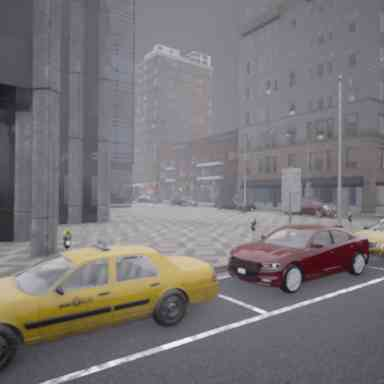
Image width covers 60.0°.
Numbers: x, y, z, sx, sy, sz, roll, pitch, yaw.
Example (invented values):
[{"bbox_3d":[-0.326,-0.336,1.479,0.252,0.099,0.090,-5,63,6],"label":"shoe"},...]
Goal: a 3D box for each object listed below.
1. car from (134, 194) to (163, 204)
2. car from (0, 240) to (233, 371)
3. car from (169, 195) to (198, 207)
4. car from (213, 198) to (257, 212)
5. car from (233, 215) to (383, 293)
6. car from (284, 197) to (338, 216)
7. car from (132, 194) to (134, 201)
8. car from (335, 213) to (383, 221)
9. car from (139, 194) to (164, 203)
[{"bbox_3d":[-6.840,1.118,51.912,1.812,1.442,4.674,1,0,-34],"label":"car"},{"bbox_3d":[-1.753,1.526,5.506,4.829,1.417,1.752,0,1,-36],"label":"car"},{"bbox_3d":[-1.169,1.174,43.810,2.128,1.511,4.902,1,0,-35],"label":"car"},{"bbox_3d":[4.506,1.320,35.744,2.033,1.411,5.357,1,0,-36],"label":"car"},{"bbox_3d":[2.963,1.550,8.872,4.507,1.381,1.887,0,1,-36],"label":"car"},{"bbox_3d":[10.020,1.211,27.929,2.097,1.767,4.553,1,0,-35],"label":"car"},{"bbox_3d":[-12.906,0.981,65.992,2.128,1.511,4.902,1,0,-35],"label":"car"},{"bbox_3d":[7.403,1.536,12.041,4.829,1.417,1.752,0,1,-36],"label":"car"},{"bbox_3d":[-7.023,1.130,57.655,2.033,1.411,5.357,1,0,-35],"label":"car"}]
